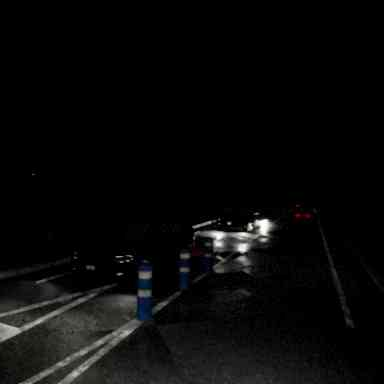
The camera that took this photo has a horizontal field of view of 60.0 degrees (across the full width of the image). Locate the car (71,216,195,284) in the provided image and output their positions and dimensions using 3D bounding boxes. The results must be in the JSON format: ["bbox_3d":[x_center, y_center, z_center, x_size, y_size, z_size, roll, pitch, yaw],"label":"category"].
[{"bbox_3d":[-1.470,1.527,10.082,1.882,1.535,5.008,1,0,21],"label":"car"}]

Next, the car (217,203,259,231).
[{"bbox_3d":[3.092,1.708,22.561,1.837,1.490,4.892,1,-1,20],"label":"car"}]

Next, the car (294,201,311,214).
[{"bbox_3d":[13.935,1.933,41.941,2.128,1.511,4.902,1,0,20],"label":"car"}]

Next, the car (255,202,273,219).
[{"bbox_3d":[6.901,1.763,33.196,2.128,1.511,4.902,1,0,20],"label":"car"}]

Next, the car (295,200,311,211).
[{"bbox_3d":[17.305,2.099,51.683,2.128,1.511,4.902,1,-1,20],"label":"car"}]
